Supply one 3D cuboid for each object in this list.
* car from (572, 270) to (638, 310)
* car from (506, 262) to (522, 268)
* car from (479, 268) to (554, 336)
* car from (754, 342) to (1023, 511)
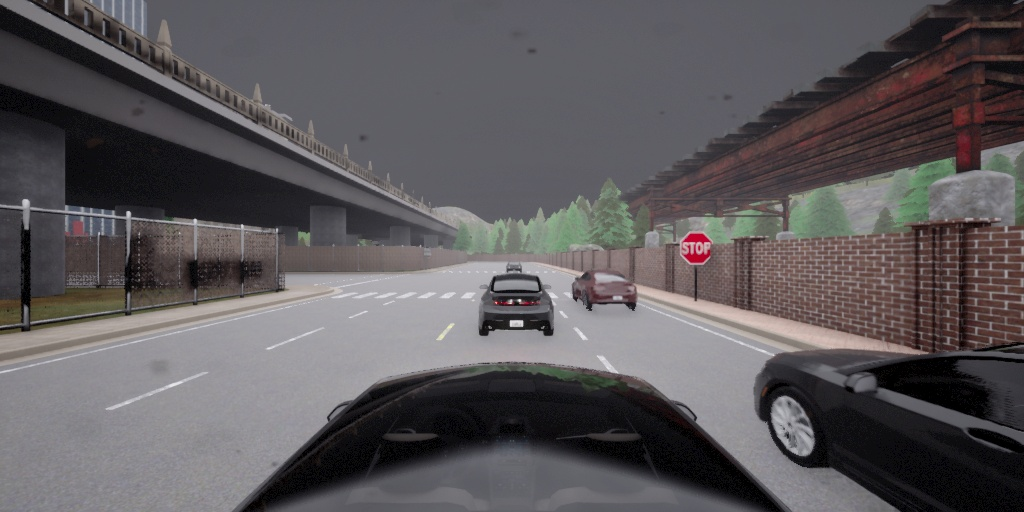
[{"bbox_3d":[3.628,1.276,14.577,1.812,1.442,4.674,0,0,0],"label":"car"},{"bbox_3d":[0.243,1.351,44.342,1.895,1.301,4.718,0,0,0],"label":"car"},{"bbox_3d":[0.105,1.255,10.378,1.837,1.490,4.892,0,0,0],"label":"car"},{"bbox_3d":[3.600,1.256,1.986,1.837,1.490,4.892,0,0,0],"label":"car"}]
